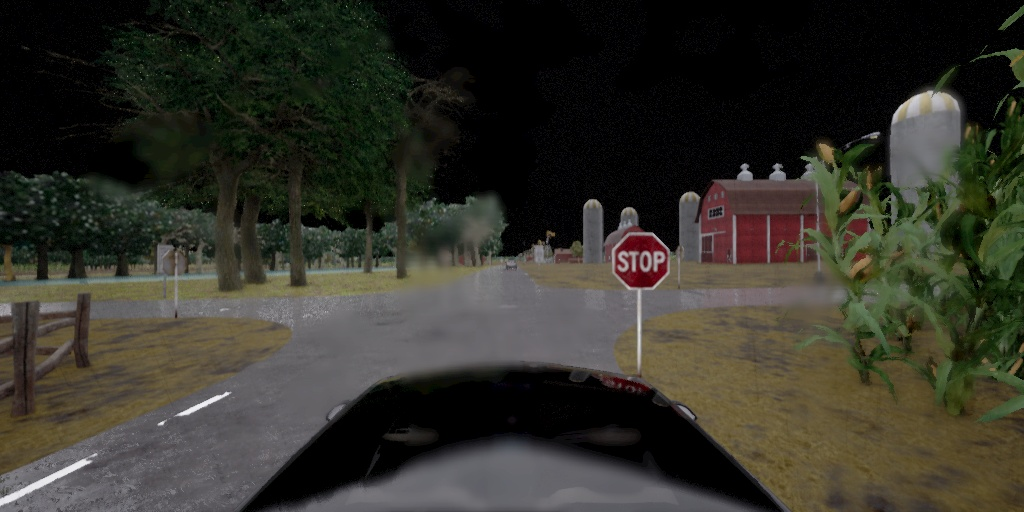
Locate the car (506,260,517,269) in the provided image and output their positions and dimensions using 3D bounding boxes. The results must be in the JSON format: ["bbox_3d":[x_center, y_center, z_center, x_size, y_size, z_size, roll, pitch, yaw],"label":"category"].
[{"bbox_3d":[-0.094,1.477,61.306,2.128,1.511,4.902,0,-1,0],"label":"car"}]
